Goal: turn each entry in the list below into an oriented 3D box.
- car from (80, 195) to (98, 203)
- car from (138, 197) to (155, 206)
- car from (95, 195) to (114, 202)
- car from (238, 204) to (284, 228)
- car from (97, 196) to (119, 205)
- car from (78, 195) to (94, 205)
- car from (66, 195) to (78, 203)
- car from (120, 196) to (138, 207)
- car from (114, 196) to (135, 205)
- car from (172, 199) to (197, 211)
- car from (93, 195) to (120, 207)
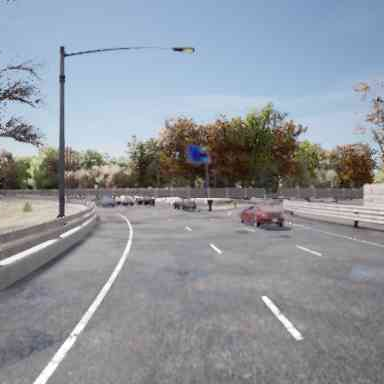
[{"bbox_3d":[-21.863,1.412,70.377,1.837,1.490,4.892,0,0,-42],"label":"car"},{"bbox_3d":[-7.872,1.564,56.255,1.882,1.535,5.008,0,0,-30],"label":"car"},{"bbox_3d":[-19.161,1.418,72.603,1.837,1.490,4.892,0,0,-42],"label":"car"},{"bbox_3d":[4.622,1.568,22.597,1.812,1.442,4.674,0,0,-11],"label":"car"},{"bbox_3d":[-15.778,1.583,62.283,2.128,1.511,4.902,0,0,-37],"label":"car"},{"bbox_3d":[-18.310,1.630,59.808,2.033,1.411,5.357,0,0,-34],"label":"car"},{"bbox_3d":[-24.564,1.383,68.152,1.882,1.535,5.008,0,0,-42],"label":"car"},{"bbox_3d":[-11.075,1.682,54.817,1.895,1.301,4.718,0,0,-30],"label":"car"},{"bbox_3d":[-13.169,1.573,64.644,1.882,1.535,5.008,0,0,-37],"label":"car"},{"bbox_3d":[-1.013,1.567,41.706,2.128,1.511,4.902,0,0,-22],"label":"car"},{"bbox_3d":[-13.329,1.621,51.663,2.033,1.411,5.357,0,0,-30],"label":"car"}]
